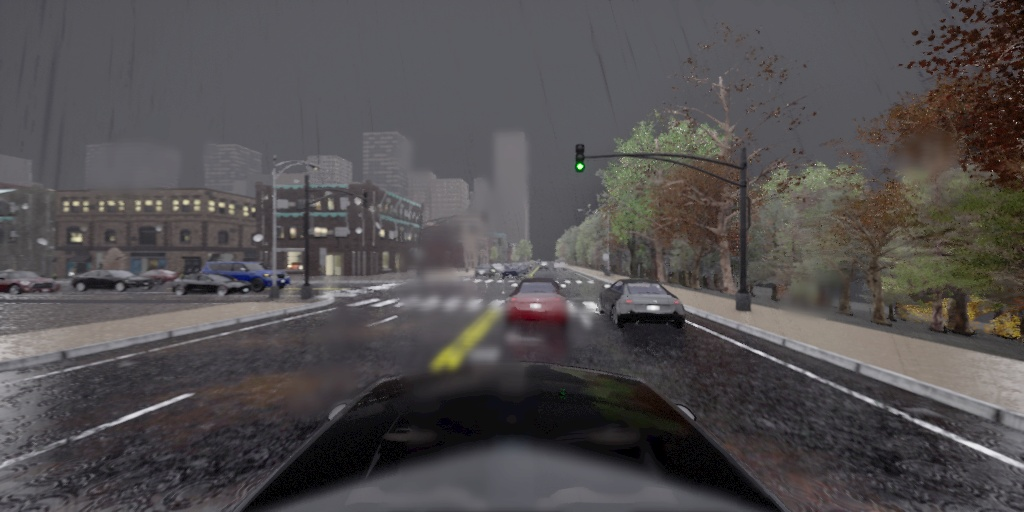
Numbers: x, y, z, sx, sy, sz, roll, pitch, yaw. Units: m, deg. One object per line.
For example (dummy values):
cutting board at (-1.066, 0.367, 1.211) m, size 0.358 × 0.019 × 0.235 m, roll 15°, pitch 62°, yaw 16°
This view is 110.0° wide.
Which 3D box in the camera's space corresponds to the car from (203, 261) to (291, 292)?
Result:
car at (-18.318, 1.371, 24.649) m, size 5.566 × 2.045 × 2.150 m, roll 0°, pitch 0°, yaw 6°

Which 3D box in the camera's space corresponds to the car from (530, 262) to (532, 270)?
car at (1.810, 1.890, 58.604) m, size 1.837 × 1.490 × 4.892 m, roll 0°, pitch -1°, yaw 5°

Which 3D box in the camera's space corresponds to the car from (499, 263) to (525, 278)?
car at (0.028, 1.771, 39.634) m, size 1.895 × 1.301 × 4.718 m, roll 0°, pitch -1°, yaw 5°

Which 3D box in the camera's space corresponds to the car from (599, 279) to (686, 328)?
car at (4.148, 1.449, 12.036) m, size 1.994 × 1.385 × 4.181 m, roll 0°, pitch -1°, yaw 5°

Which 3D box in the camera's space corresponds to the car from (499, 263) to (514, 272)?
car at (-0.895, 1.982, 64.282) m, size 2.033 × 1.411 × 5.357 m, roll 0°, pitch -1°, yaw 6°

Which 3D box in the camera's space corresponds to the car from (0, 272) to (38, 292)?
car at (-38.491, 1.909, 26.546) m, size 4.718 × 1.301 × 1.895 m, roll 0°, pitch 0°, yaw 5°

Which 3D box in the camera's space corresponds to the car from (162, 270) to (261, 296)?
car at (-18.283, 1.708, 21.916) m, size 4.313 × 1.339 × 1.948 m, roll 0°, pitch 0°, yaw 5°

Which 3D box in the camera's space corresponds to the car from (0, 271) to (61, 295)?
car at (-32.088, 1.692, 23.333) m, size 4.097 × 1.591 × 1.967 m, roll 0°, pitch 0°, yaw 5°

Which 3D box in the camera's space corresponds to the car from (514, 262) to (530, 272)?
car at (0.871, 1.624, 48.670) m, size 2.097 × 1.767 × 4.553 m, roll 0°, pitch -1°, yaw 5°

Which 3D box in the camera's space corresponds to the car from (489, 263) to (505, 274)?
car at (-2.117, 1.817, 51.638) m, size 1.812 × 1.442 × 4.674 m, roll 0°, pitch -1°, yaw 5°

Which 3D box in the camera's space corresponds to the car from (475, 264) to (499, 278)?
car at (-3.059, 1.668, 41.508) m, size 2.128 × 1.511 × 4.902 m, roll 0°, pitch -1°, yaw 6°

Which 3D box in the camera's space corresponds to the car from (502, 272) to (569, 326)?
car at (0.908, 1.437, 12.341) m, size 1.994 × 1.385 × 4.181 m, roll 0°, pitch -1°, yaw 6°

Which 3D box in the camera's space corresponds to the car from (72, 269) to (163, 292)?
car at (-28.335, 1.707, 25.587) m, size 5.008 × 1.535 × 1.882 m, roll 0°, pitch 0°, yaw 6°
